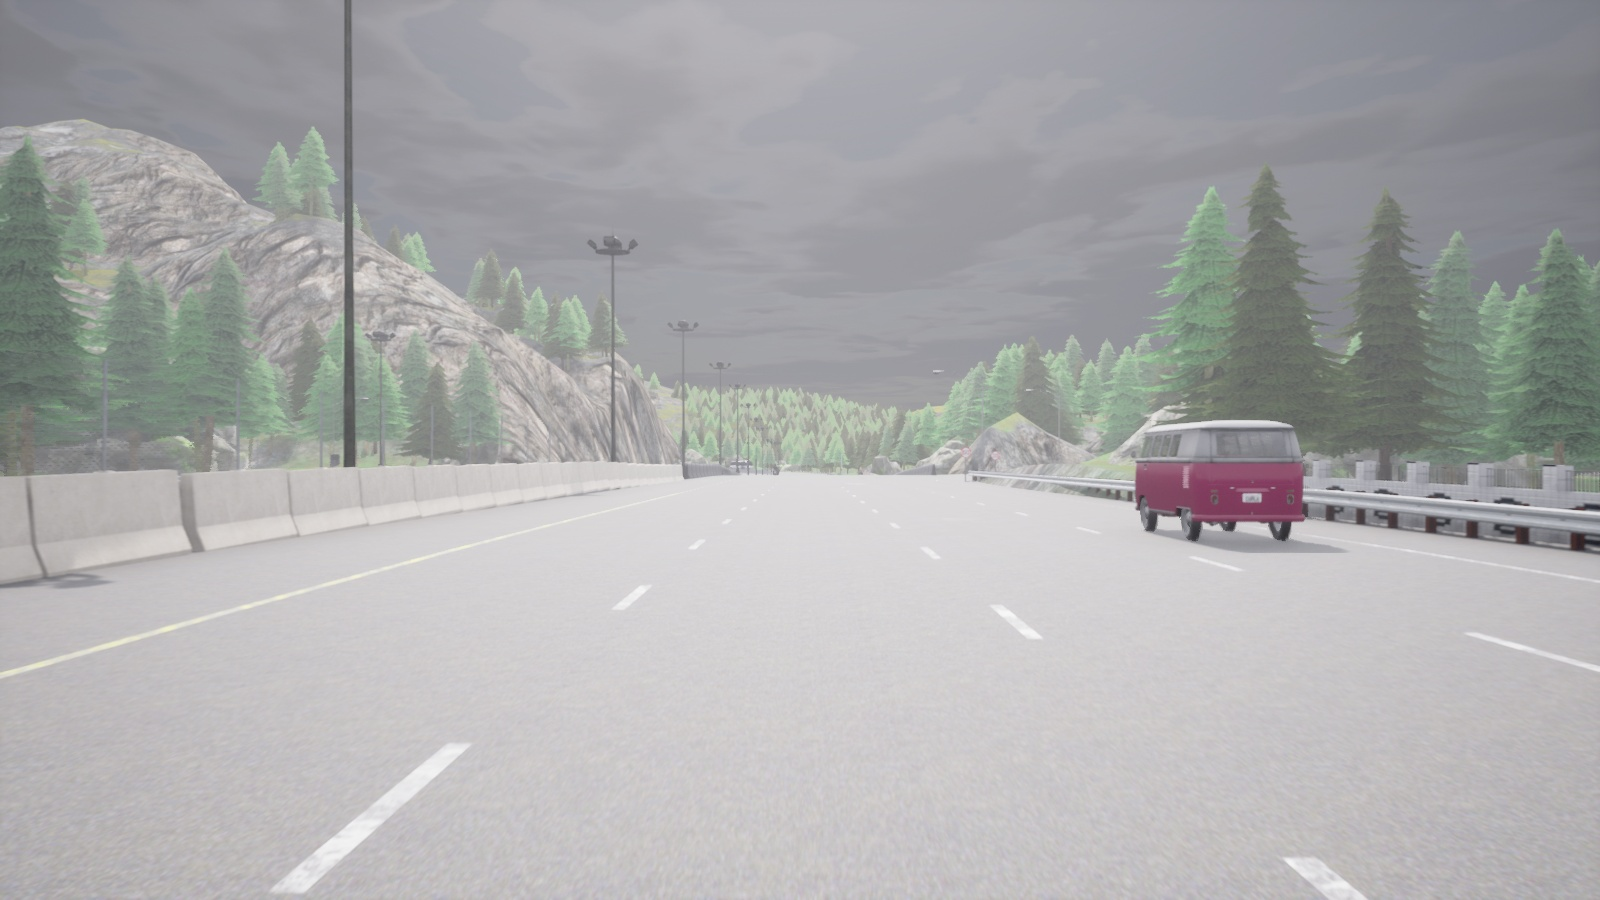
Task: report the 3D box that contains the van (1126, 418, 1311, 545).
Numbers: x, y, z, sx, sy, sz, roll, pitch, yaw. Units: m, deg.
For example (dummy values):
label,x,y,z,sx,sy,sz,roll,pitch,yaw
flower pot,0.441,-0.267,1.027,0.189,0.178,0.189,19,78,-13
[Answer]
label,x,y,z,sx,sy,sz,roll,pitch,yaw
van,7.140,0.515,21.911,1.775,1.987,4.442,0,0,0
